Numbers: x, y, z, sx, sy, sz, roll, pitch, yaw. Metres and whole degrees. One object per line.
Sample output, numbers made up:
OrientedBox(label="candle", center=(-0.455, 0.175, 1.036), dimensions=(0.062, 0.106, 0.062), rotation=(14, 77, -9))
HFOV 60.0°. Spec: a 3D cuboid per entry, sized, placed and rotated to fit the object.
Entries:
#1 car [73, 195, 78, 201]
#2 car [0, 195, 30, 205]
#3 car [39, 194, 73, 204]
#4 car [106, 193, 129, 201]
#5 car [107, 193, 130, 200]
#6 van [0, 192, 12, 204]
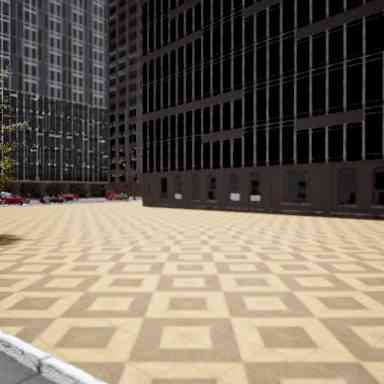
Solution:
OrientedBox(label="car", center=(-23.382, 1.007, 61.607), dimensions=(4.507, 1.381, 1.887), rotation=(-1, 2, -45))
OrientedBox(label="car", center=(-25.426, 1.092, 47.530), dimensions=(4.097, 1.590, 1.967), rotation=(-1, 2, -45))
OrientedBox(label="car", center=(-21.442, 1.146, 51.592), dimensions=(4.313, 1.339, 1.947), rotation=(-1, 2, -45))
OrientedBox(label="car", center=(-13.442, 1.020, 59.680), dimensions=(4.206, 1.307, 1.802), rotation=(-1, 2, -45))
OrientedBox(label="car", center=(-15.329, 0.886, 69.642), dimensions=(4.313, 1.339, 1.947), rotation=(-1, 2, -45))
OrientedBox(label="van", center=(-31.508, 0.944, 53.641), dimensions=(3.998, 1.788, 1.690), rotation=(-1, 2, -45))
